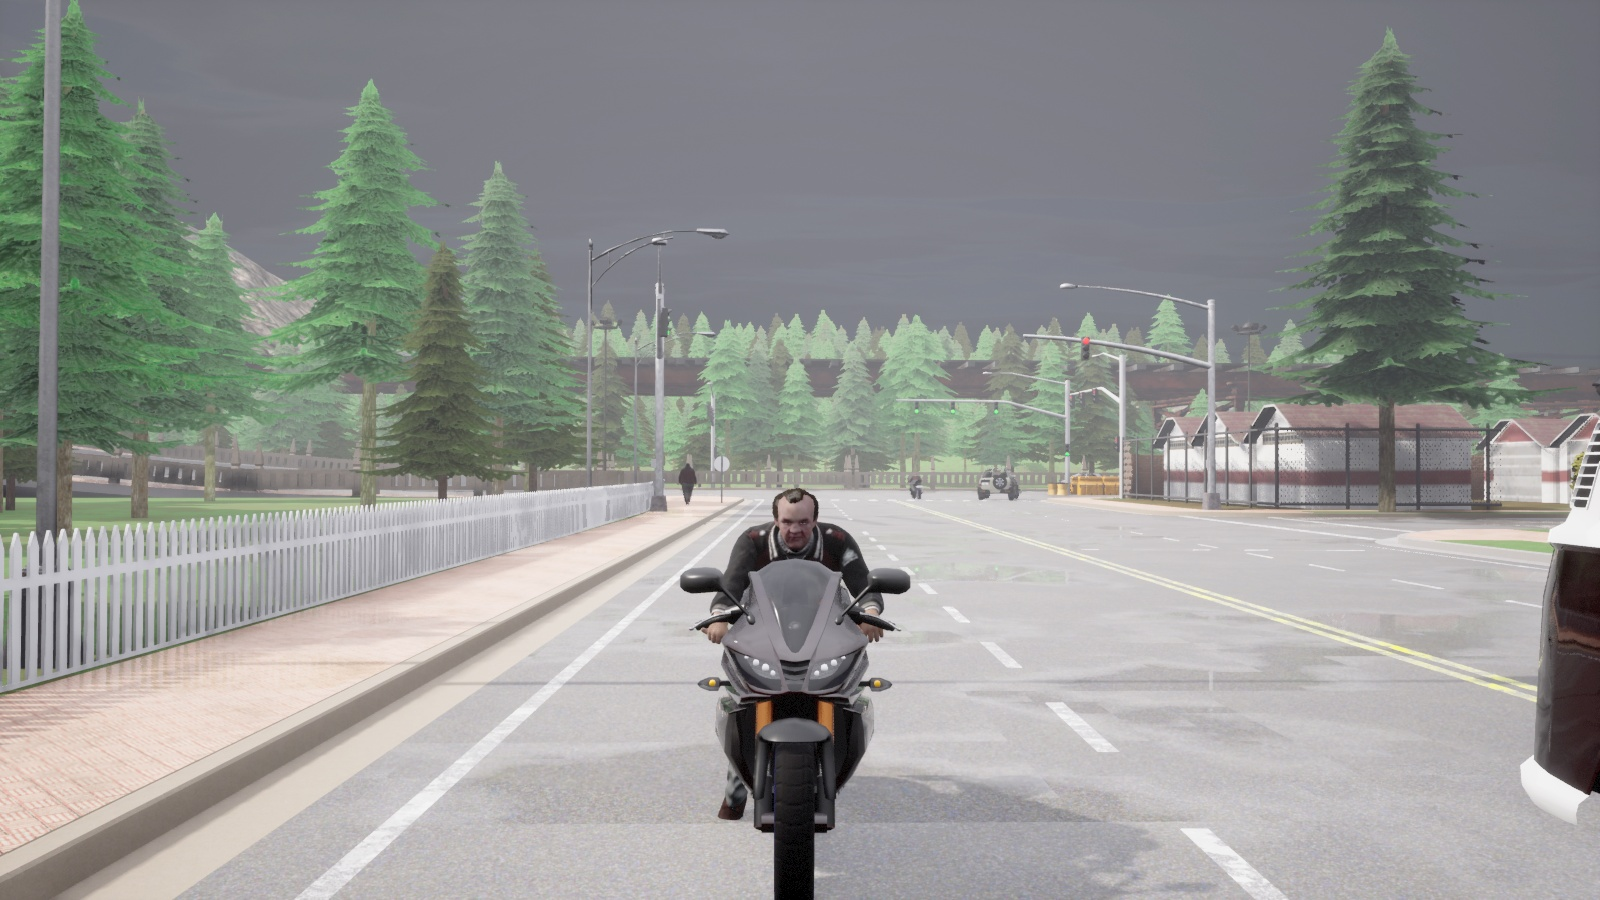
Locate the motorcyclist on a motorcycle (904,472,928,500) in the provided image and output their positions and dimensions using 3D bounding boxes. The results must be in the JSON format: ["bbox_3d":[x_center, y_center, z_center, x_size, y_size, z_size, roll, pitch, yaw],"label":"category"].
[{"bbox_3d":[6.509,2.006,70.593,0.866,1.530,2.191,0,-1,-6],"label":"motorcyclist on a motorcycle"}]

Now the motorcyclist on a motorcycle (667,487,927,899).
[{"bbox_3d":[-0.013,0.939,5.313,0.866,1.530,2.191,0,-1,0],"label":"motorcyclist on a motorcycle"}]

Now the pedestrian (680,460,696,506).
[{"bbox_3d":[-4.607,1.359,51.776,0.634,1.844,0.899,0,-1,-6],"label":"pedestrian"}]

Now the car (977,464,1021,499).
[{"bbox_3d":[11.154,1.762,70.173,1.932,1.855,4.605,-1,-1,15],"label":"car"}]

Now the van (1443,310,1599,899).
[{"bbox_3d":[3.490,0.566,2.510,2.069,2.038,4.480,0,-1,0],"label":"van"}]
